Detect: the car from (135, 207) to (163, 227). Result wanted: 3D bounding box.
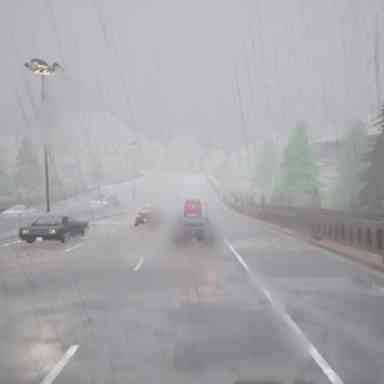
[{"bbox_3d":[-3.396,1.956,26.813,1.812,1.442,4.674,0,-1,0],"label":"car"}]

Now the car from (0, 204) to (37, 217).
[{"bbox_3d":[-17.573,2.076,34.033,1.812,1.442,4.674,0,-1,0],"label":"car"}]

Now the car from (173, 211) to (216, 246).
[{"bbox_3d":[0.103,1.859,16.631,1.895,1.301,4.718,0,-1,0],"label":"car"}]

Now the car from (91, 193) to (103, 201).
[{"bbox_3d":[-20.987,1.066,74.651,2.033,1.411,5.357,0,6,0],"label":"car"}]

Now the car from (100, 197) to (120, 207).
[{"bbox_3d":[-14.010,2.151,58.520,2.033,1.411,5.357,0,2,1],"label":"car"}]

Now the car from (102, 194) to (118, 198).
[{"bbox_3d":[-17.487,1.248,72.771,1.994,1.385,4.181,0,5,0],"label":"car"}]

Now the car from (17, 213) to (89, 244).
[{"bbox_3d":[-6.897,1.869,17.264,1.895,1.301,4.718,0,-1,0],"label":"car"}]

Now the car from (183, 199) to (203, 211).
[{"bbox_3d":[0.107,1.875,40.109,2.150,2.045,5.566,0,-1,0],"label":"car"}]
